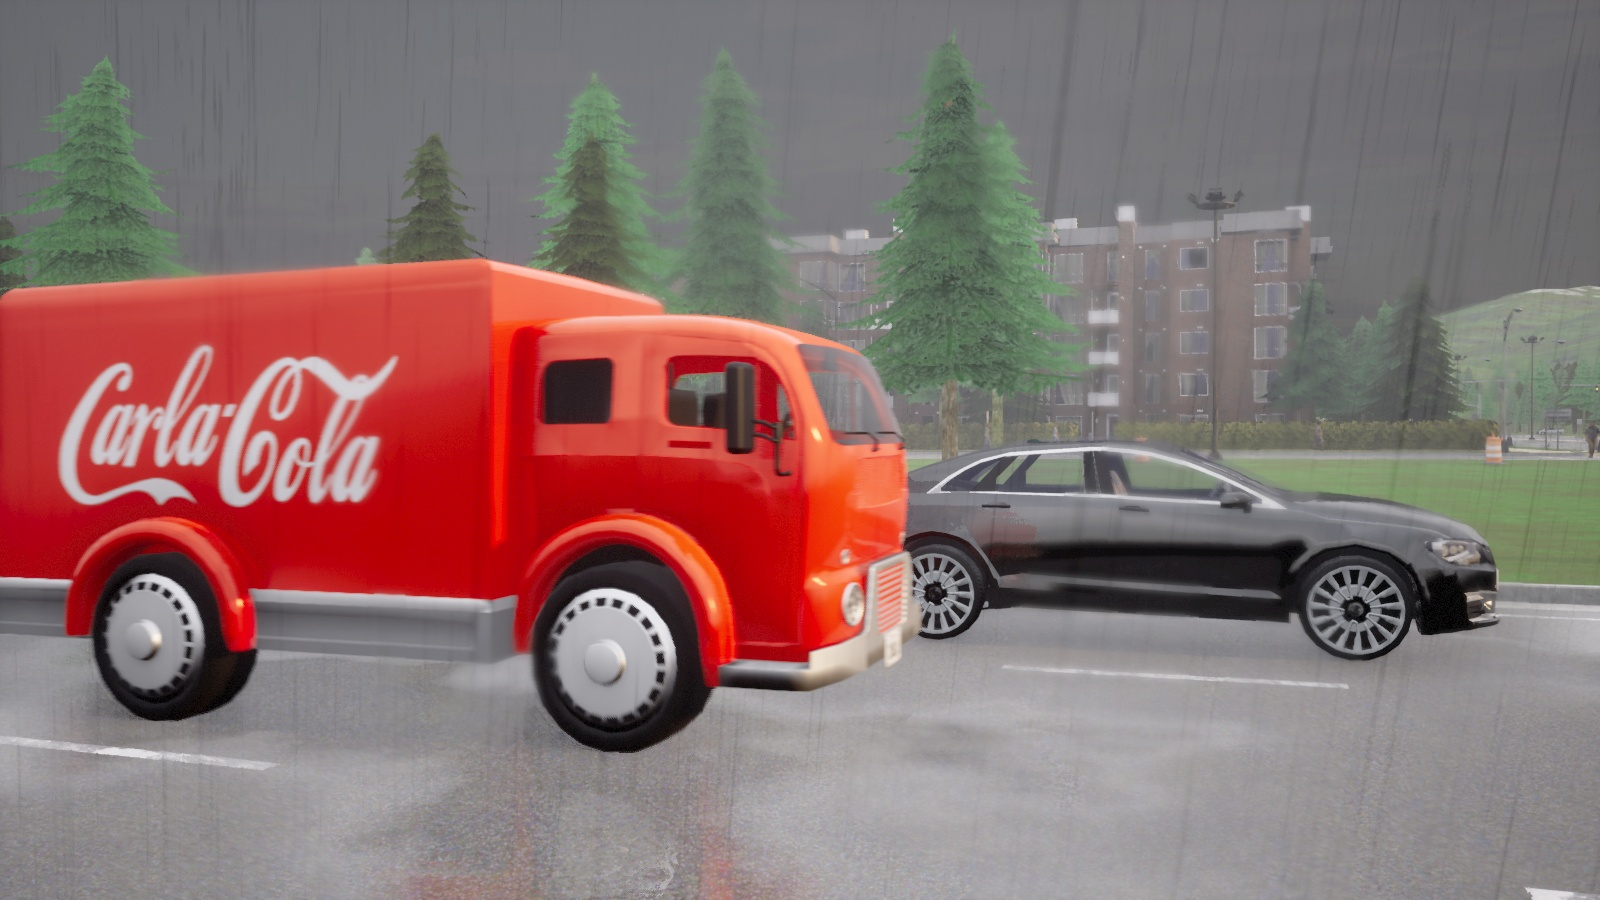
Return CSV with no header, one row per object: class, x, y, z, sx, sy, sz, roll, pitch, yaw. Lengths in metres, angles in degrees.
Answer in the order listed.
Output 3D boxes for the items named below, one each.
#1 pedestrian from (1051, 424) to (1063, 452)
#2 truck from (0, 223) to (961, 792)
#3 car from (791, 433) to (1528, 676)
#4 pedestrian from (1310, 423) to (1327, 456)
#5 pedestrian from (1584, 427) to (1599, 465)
pedestrian,16.652,-0.786,81.409,0.706,1.836,0.354,1,1,19
truck,-1.878,0.212,7.511,5.204,2.467,2.627,1,1,19
car,2.596,0.637,9.704,4.902,1.511,2.128,1,1,19
pedestrian,31.554,-0.649,76.403,0.873,1.952,0.659,1,1,19
pedestrian,38.879,-0.221,61.630,0.540,1.848,0.694,1,1,22
